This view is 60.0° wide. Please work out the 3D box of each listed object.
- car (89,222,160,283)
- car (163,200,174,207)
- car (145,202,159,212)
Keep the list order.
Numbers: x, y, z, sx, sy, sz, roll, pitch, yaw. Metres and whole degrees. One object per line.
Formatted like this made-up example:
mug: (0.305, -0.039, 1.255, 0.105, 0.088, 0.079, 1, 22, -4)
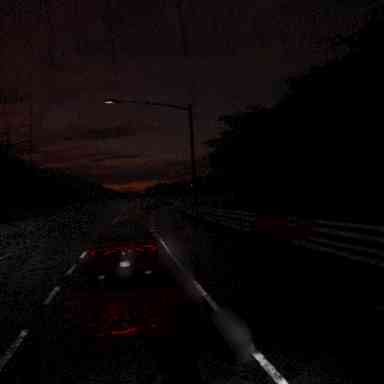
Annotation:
car: (-2.164, 1.701, 10.742, 1.882, 1.535, 5.008, -3, -1, -11)
car: (-5.288, 2.566, 75.288, 2.033, 1.411, 5.357, -3, -1, 8)
car: (-6.701, 2.454, 55.495, 2.033, 1.411, 5.357, -3, -1, 1)
